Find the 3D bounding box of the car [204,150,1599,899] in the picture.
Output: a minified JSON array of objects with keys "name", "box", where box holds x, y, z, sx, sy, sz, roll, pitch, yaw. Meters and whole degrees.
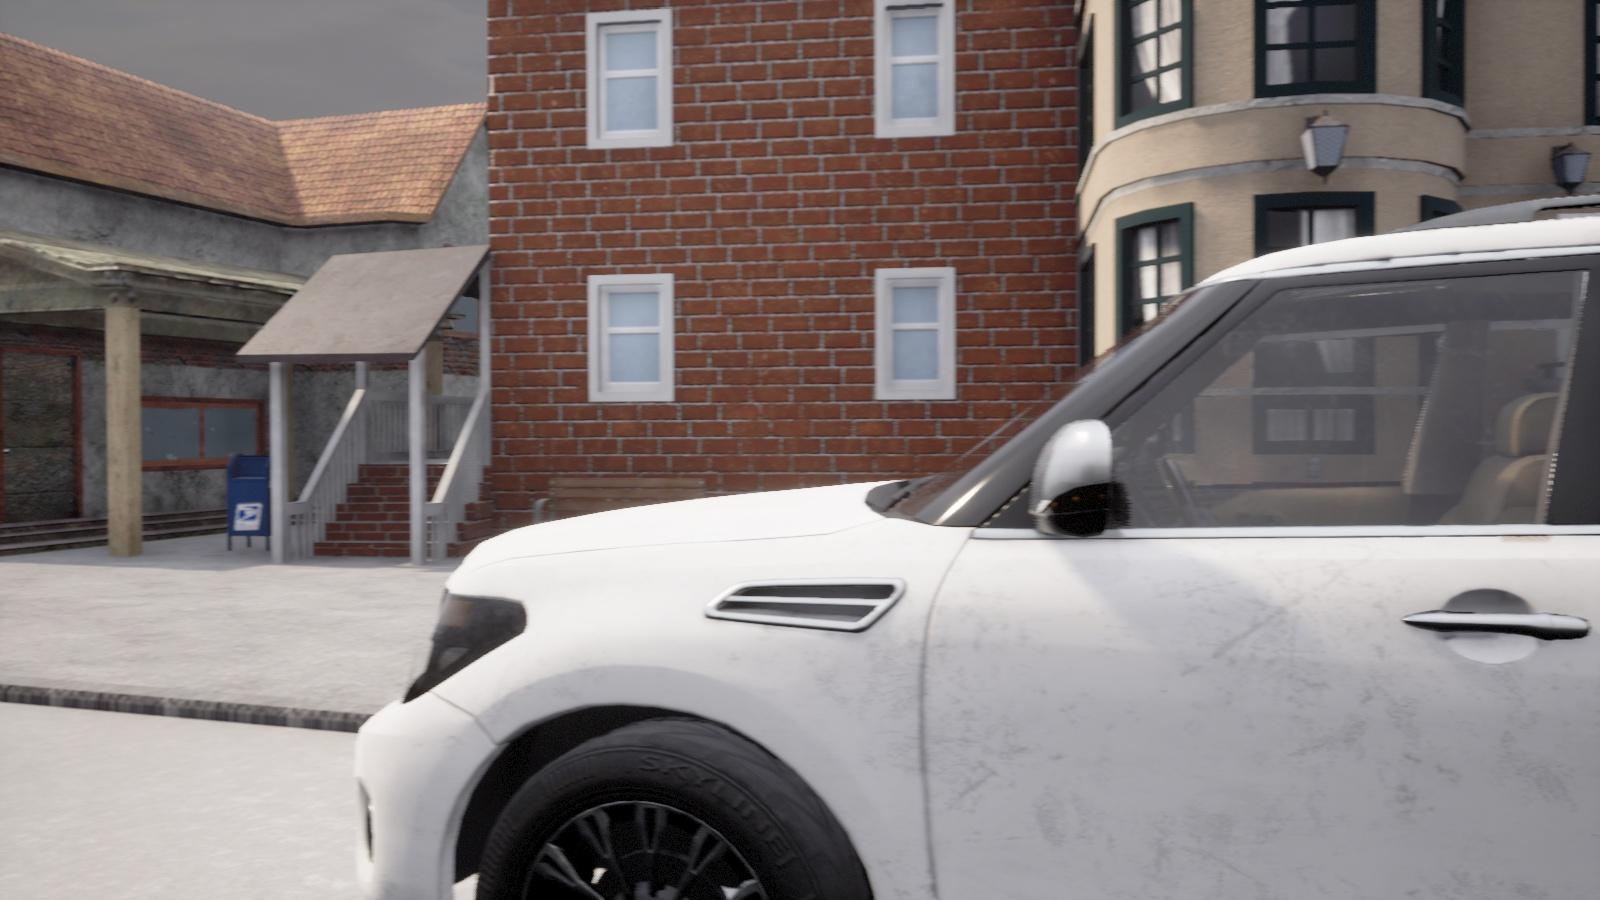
[{"name":"car","box":[1.526,0.500,3.204,5.566,2.045,2.150,1,1,19]}]
